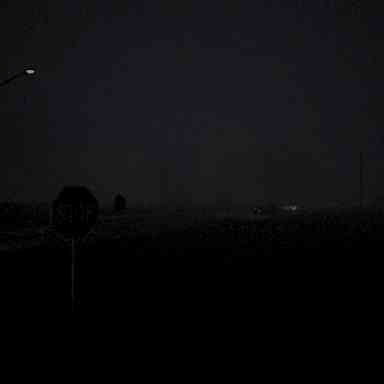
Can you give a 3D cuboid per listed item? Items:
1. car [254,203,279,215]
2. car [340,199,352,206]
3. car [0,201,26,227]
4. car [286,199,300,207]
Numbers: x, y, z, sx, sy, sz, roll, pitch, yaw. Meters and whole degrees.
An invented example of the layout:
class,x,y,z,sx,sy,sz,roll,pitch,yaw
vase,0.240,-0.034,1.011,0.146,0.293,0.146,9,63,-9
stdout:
class,x,y,z,sx,sy,sz,roll,pitch,yaw
car,9.429,2.071,41.875,1.812,1.442,4.674,1,0,36
car,37.361,2.600,80.596,1.837,1.490,4.892,1,0,36
car,-13.570,1.423,21.958,2.097,1.767,4.553,1,0,36
car,21.418,2.319,70.459,1.837,1.490,4.892,1,0,36
